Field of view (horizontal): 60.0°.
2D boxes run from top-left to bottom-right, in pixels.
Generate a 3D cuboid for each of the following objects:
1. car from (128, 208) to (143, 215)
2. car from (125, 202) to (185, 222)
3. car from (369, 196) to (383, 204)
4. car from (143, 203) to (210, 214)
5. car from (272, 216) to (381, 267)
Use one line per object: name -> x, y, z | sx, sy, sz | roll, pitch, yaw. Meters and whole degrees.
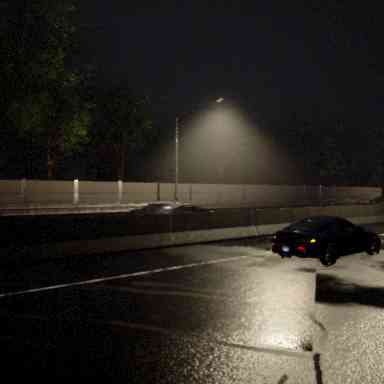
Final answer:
car -> -1.957, 1.647, 24.336 | 5.357, 1.411, 2.033 | 0, 0, -37
car -> -3.056, 1.640, 27.877 | 4.674, 1.442, 1.812 | 0, 0, -36
car -> 29.598, 1.346, 51.909 | 5.008, 1.535, 1.882 | 0, 0, -36
car -> -0.429, 1.612, 21.113 | 4.674, 1.442, 1.812 | 0, 0, -36
car -> 4.744, 1.573, 11.629 | 4.674, 1.442, 1.812 | 0, 0, -36
